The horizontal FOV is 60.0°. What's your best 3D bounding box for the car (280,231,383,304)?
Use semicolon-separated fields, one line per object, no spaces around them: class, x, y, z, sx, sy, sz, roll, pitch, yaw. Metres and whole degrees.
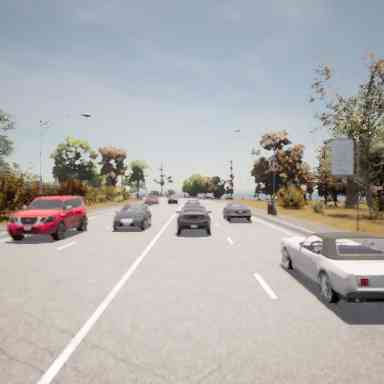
car;3.603;1.602;8.084;1.895;1.301;4.718;0;0;0

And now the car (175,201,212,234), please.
car;0.104;1.508;19.424;1.837;1.490;4.892;0;0;0

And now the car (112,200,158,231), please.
car;-3.593;1.495;20.693;2.128;1.511;4.902;0;0;0

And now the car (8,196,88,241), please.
car;-7.097;1.225;17.105;2.150;2.045;5.566;0;0;0

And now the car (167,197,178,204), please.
car;-3.554;1.612;62.140;1.895;1.301;4.718;0;0;0

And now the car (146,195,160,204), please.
car;-7.042;1.362;59.477;2.097;1.767;4.553;0;0;0

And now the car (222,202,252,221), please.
car;3.608;1.552;27.182;2.033;1.411;5.357;0;0;0
